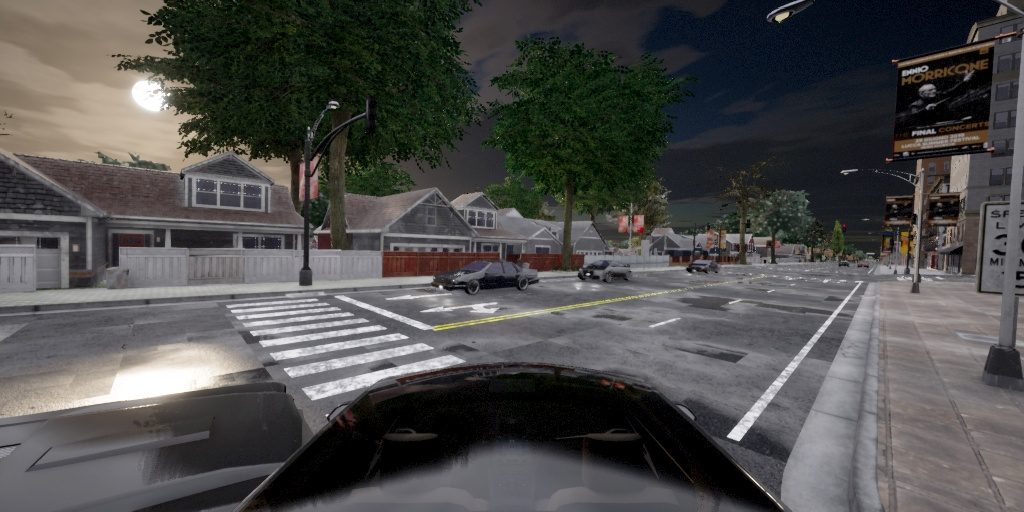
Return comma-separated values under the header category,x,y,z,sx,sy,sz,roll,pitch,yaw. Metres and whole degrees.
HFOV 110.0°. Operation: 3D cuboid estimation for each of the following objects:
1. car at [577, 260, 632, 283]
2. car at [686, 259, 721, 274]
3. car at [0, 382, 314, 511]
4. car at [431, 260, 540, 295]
category,x,y,z,sx,sy,sz,roll,pitch,yaw
car,6.145,0.962,23.546,4.181,1.385,1.994,0,2,-44
car,19.526,1.049,36.439,5.357,1.411,2.033,1,2,-44
car,-3.306,1.295,1.232,4.718,1.301,1.895,1,2,-34
car,-1.010,0.897,16.590,5.357,1.411,2.033,0,2,-44
